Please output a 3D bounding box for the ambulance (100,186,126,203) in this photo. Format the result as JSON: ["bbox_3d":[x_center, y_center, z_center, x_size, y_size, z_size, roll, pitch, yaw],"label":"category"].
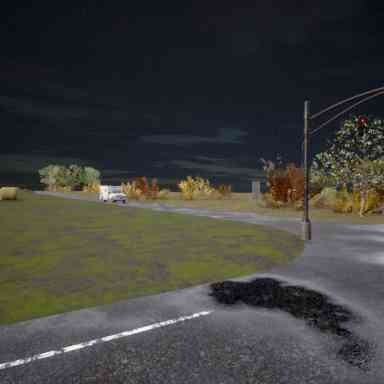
[{"bbox_3d":[-11.912,0.341,50.044,2.351,2.431,6.366,2,0,-32],"label":"ambulance"}]
